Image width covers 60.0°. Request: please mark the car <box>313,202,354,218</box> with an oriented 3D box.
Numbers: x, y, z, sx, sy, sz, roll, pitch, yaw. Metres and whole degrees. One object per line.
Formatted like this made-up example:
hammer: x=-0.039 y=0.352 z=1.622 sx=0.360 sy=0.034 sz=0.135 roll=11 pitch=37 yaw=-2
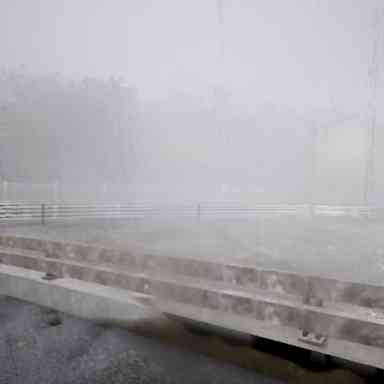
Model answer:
car: x=15.206 y=1.844 z=35.840 sx=4.553 sy=1.767 sz=2.097 roll=3 pitch=-1 yaw=-20
